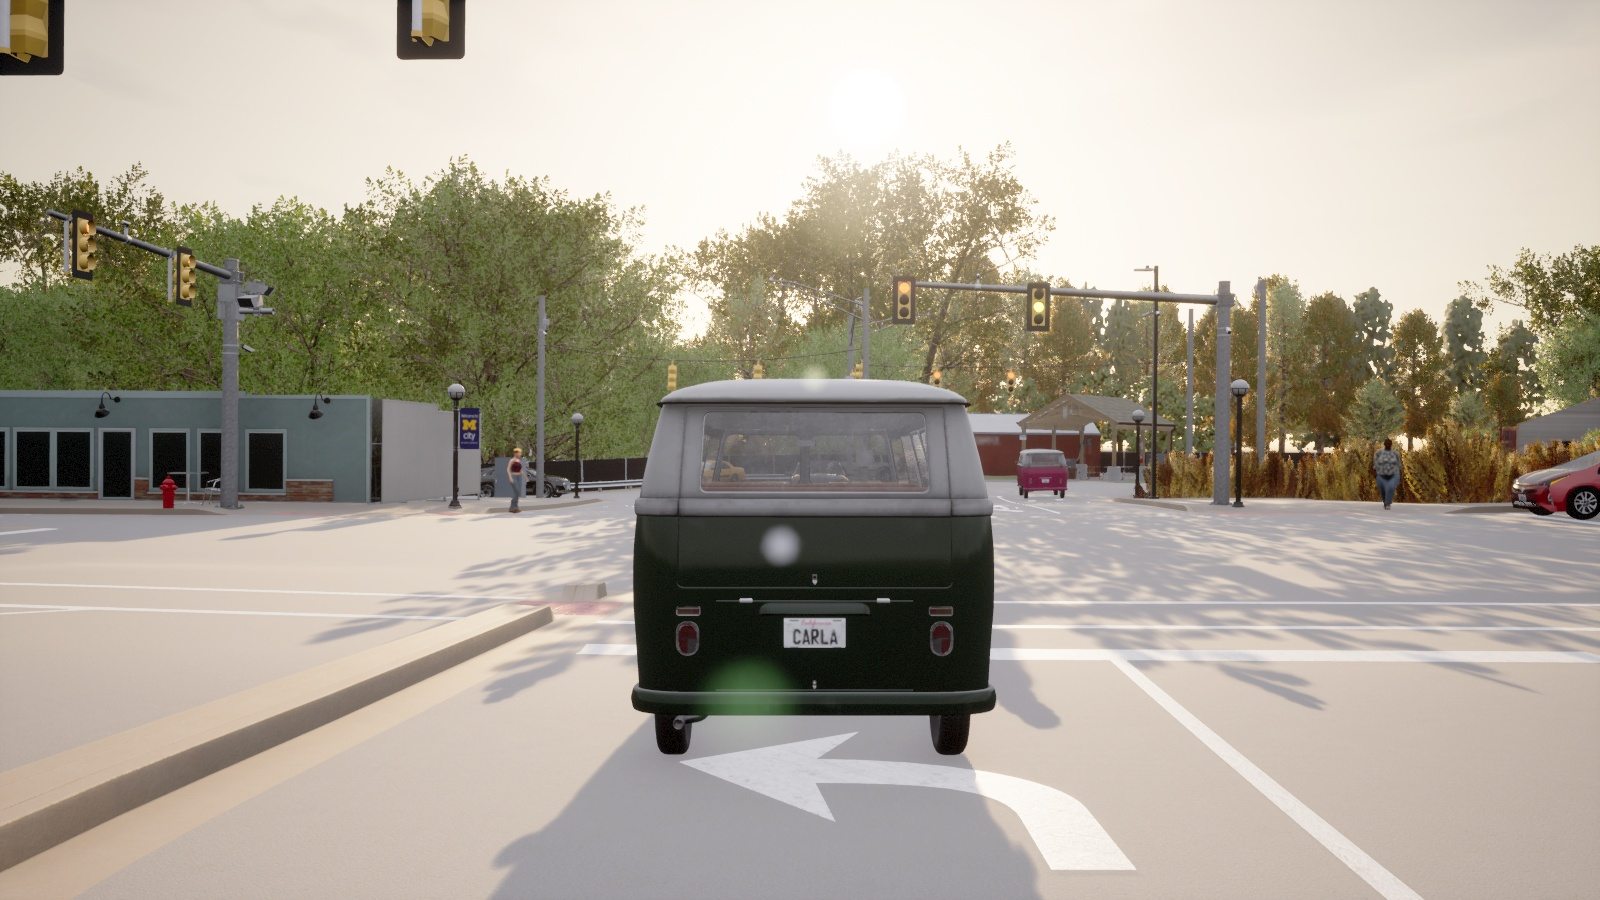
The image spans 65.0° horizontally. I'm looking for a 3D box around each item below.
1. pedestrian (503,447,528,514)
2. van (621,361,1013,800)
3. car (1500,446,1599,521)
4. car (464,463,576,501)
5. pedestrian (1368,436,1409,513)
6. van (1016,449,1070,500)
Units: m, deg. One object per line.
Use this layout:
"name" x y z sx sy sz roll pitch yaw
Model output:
"pedestrian" -7.975 0.845 35.186 0.594 1.836 0.345 1 0 25
"van" 0.063 0.631 7.930 1.775 1.987 4.442 0 -1 0
"car" 17.983 0.673 27.175 4.514 1.525 2.007 -1 0 4
"car" -13.511 1.533 60.747 4.856 1.649 2.033 -1 1 8
"pedestrian" 14.544 0.588 31.050 0.874 1.855 0.900 1 0 24
"van" 10.011 0.969 52.071 1.775 1.987 4.442 -1 0 6
